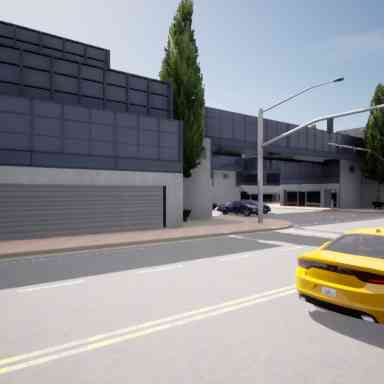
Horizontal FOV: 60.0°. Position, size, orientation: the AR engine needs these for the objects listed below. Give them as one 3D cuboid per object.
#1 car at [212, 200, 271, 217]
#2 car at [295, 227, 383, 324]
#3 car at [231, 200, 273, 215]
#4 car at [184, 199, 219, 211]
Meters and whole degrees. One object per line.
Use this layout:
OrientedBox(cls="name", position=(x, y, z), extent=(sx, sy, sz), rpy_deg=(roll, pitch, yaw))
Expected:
OrientedBox(cls="car", position=(4.675, 1.547, 32.105), extent=(2.033, 1.411, 5.357), rpy_deg=(0, 0, -37))
OrientedBox(cls="car", position=(4.252, 1.478, 6.880), extent=(5.008, 1.535, 1.882), rpy_deg=(0, 0, -36))
OrientedBox(cls="car", position=(6.397, 1.564, 35.640), extent=(1.994, 1.385, 4.181), rpy_deg=(0, 0, -37))
OrientedBox(cls="car", position=(1.162, 1.601, 42.622), extent=(1.895, 1.301, 4.718), rpy_deg=(0, 0, -37))
